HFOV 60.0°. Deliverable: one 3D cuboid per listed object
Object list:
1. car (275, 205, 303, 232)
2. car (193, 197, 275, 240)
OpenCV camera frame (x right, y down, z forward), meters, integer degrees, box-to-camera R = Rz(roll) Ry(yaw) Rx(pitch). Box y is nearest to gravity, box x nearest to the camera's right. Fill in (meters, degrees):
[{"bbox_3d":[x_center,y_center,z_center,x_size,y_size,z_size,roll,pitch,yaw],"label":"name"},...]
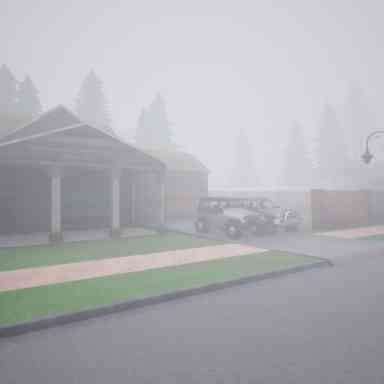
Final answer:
[{"bbox_3d":[3.549,1.174,17.931,1.932,1.855,4.605,0,0,-36],"label":"car"},{"bbox_3d":[1.740,1.176,16.142,1.905,1.878,3.866,0,0,-36],"label":"car"}]
